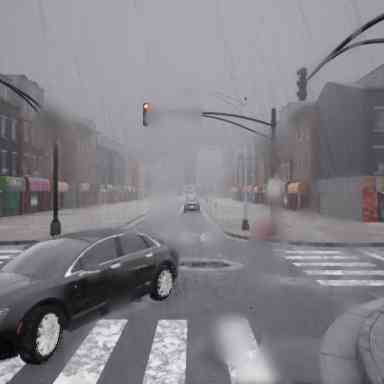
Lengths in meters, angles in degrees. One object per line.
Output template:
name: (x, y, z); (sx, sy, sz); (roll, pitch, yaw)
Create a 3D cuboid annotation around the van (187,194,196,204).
van: (-0.112, 1.348, 64.740); (1.690, 1.788, 3.998); (0, 0, 0)

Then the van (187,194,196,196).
van: (-0.073, 1.341, 53.529); (1.690, 1.788, 3.998); (0, 0, 0)

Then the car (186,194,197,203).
car: (-0.132, 1.326, 70.345); (2.192, 1.841, 5.009); (0, 0, 0)

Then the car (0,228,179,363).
car: (-2.032, 1.504, 6.130); (1.837, 1.490, 4.892); (-3, -1, 28)

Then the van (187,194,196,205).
van: (-0.093, 1.344, 59.135); (1.690, 1.788, 3.998); (0, 0, 0)

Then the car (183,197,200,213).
car: (-0.012, 1.563, 36.712); (1.947, 1.339, 4.313); (0, 0, 0)
